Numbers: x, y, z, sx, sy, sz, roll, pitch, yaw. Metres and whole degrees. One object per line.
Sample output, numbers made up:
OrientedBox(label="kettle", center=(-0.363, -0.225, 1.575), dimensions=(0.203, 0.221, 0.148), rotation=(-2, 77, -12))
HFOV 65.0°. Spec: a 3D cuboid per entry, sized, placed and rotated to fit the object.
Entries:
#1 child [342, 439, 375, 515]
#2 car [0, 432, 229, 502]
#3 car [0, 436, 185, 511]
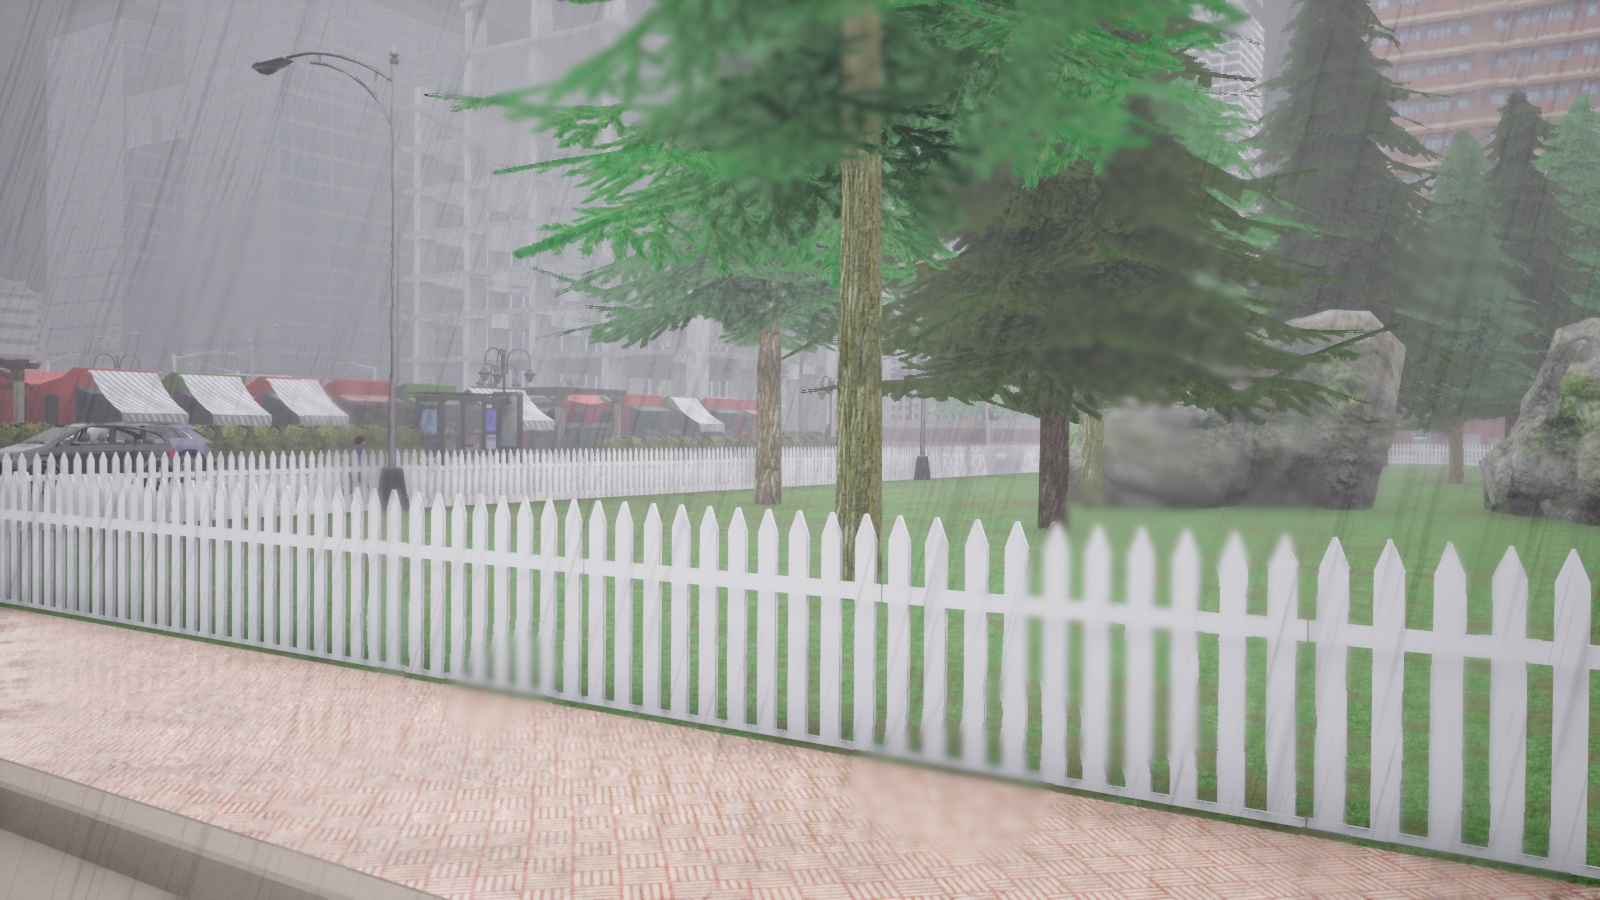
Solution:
OrientedBox(label="child", center=(-7.455, 0.447, 21.222), dimensions=(0.270, 1.263, 0.437), rotation=(0, 1, 32))
OrientedBox(label="car", center=(-17.565, 0.377, 32.379), dimensions=(2.033, 1.649, 4.856), rotation=(0, 1, 32))
OrientedBox(label="car", center=(-16.081, 0.470, 28.168), dimensions=(1.789, 1.549, 3.705), rotation=(0, 1, 32))
